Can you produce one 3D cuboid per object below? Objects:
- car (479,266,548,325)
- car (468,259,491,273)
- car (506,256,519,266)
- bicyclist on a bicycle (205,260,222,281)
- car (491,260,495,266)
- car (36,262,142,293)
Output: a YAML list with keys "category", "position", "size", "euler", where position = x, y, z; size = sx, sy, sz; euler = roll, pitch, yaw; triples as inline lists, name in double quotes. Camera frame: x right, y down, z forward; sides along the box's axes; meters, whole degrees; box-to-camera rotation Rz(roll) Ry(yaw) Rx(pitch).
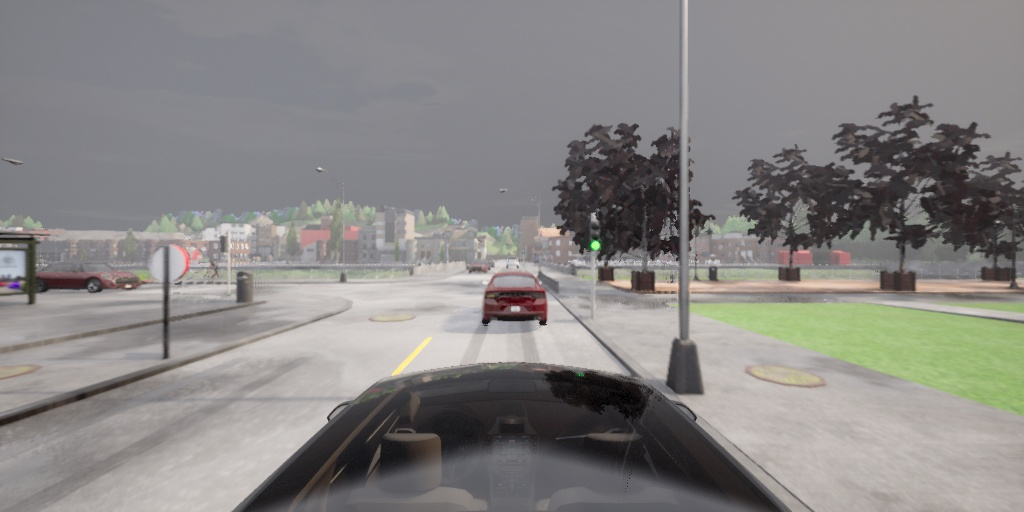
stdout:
- category: "car"
  position: [0.018, 1.248, 11.908]
  size: [1.882, 1.535, 5.008]
  euler: [0, 0, -2]
- category: "car"
  position: [-4.096, 1.184, 43.861]
  size: [2.097, 1.767, 4.553]
  euler: [0, 0, 0]
- category: "car"
  position: [0.099, 1.092, 64.140]
  size: [2.150, 2.045, 5.566]
  euler: [0, 0, 0]
- category: "bicyclist on a bicycle"
  position: [-24.026, 1.152, 28.850]
  size: [0.582, 1.620, 1.656]
  euler: [0, 0, 0]
- category: "car"
  position: [-4.082, 1.341, 53.105]
  size: [2.128, 1.511, 4.902]
  euler: [0, 0, 0]
- category: "car"
  position: [-24.095, 1.139, 20.453]
  size: [4.553, 1.767, 2.097]
  euler: [0, 0, 0]
